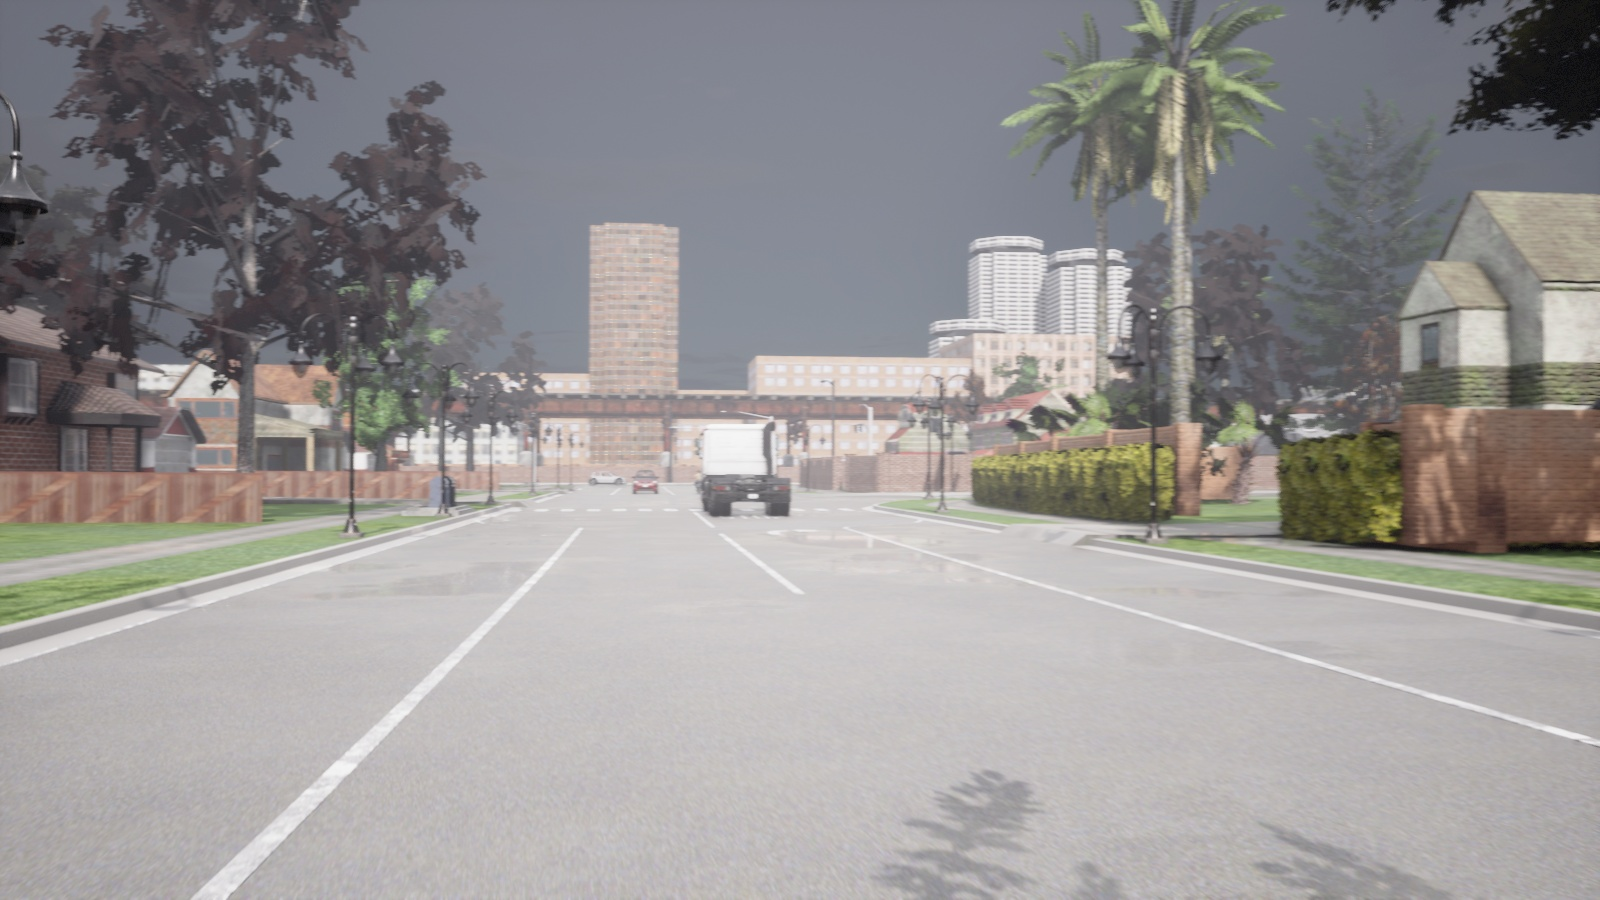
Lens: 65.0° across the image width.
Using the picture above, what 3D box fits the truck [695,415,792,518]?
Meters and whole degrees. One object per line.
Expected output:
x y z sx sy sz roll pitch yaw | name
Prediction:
-2.235 0.621 46.248 2.891 3.462 7.936 0 -1 -7 | truck

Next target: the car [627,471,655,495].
-10.808 2.214 85.441 1.851 1.617 3.988 0 -1 -7 | car
